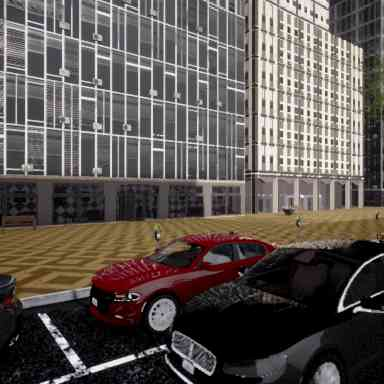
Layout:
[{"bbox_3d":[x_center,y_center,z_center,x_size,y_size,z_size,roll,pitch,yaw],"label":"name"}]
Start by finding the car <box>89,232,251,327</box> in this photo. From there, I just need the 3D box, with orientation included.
[{"bbox_3d":[0.244,1.545,6.726,4.507,1.381,1.887,0,0,-35],"label":"car"}]

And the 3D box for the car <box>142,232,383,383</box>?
[{"bbox_3d":[1.941,1.505,4.754,4.892,1.490,1.837,0,0,-35],"label":"car"}]

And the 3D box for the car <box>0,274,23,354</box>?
[{"bbox_3d":[-4.265,1.551,3.520,4.403,1.369,2.008,0,0,-35],"label":"car"}]
